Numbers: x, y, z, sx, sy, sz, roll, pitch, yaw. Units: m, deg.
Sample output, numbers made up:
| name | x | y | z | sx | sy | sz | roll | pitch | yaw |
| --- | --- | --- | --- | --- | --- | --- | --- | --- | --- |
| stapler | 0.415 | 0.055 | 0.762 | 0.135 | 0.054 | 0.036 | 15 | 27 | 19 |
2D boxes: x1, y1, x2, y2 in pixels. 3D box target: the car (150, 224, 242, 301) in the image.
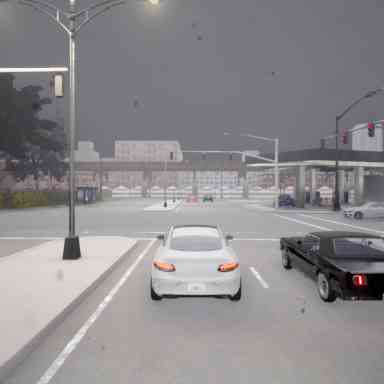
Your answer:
| name | x | y | z | sx | sy | sz | roll | pitch | yaw |
| --- | --- | --- | --- | --- | --- | --- | --- | --- | --- |
| car | 0.082 | 1.517 | 8.194 | 1.812 | 1.442 | 4.674 | 0 | 0 | 0 |

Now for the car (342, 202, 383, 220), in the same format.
| name | x | y | z | sx | sy | sz | roll | pitch | yaw |
| --- | --- | --- | --- | --- | --- | --- | --- | --- | --- |
| car | 14.887 | 1.523 | 27.554 | 4.674 | 1.442 | 1.812 | 0 | 0 | -1 |

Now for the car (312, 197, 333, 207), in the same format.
| name | x | y | z | sx | sy | sz | roll | pitch | yaw |
| --- | --- | --- | --- | --- | --- | --- | --- | --- | --- |
| car | 18.955 | 1.434 | 48.500 | 1.970 | 1.475 | 3.806 | 0 | 0 | 0 |

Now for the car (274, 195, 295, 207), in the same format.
| name | x | y | z | sx | sy | sz | roll | pitch | yaw |
| --- | --- | --- | --- | --- | --- | --- | --- | --- | --- |
| car | 13.210 | 1.262 | 47.737 | 2.242 | 1.667 | 4.611 | 0 | 0 | 0 |

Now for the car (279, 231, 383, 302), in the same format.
| name | x | y | z | sx | sy | sz | roll | pitch | yaw |
| --- | --- | --- | --- | --- | --- | --- | --- | --- | --- |
| car | 3.587 | 1.599 | 8.178 | 1.895 | 1.301 | 4.718 | 0 | 0 | 0 |

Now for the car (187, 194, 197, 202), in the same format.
| name | x | y | z | sx | sy | sz | roll | pitch | yaw |
| --- | --- | --- | --- | --- | --- | --- | --- | --- | --- |
| car | -0.001 | 1.250 | 72.381 | 2.097 | 1.767 | 4.553 | 0 | 0 | 0 |

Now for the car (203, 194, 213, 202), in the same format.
| name | x | y | z | sx | sy | sz | roll | pitch | yaw |
| --- | --- | --- | --- | --- | --- | --- | --- | --- | --- |
| car | 3.499 | 1.257 | 72.381 | 2.097 | 1.767 | 4.553 | 0 | 0 | 0 |
